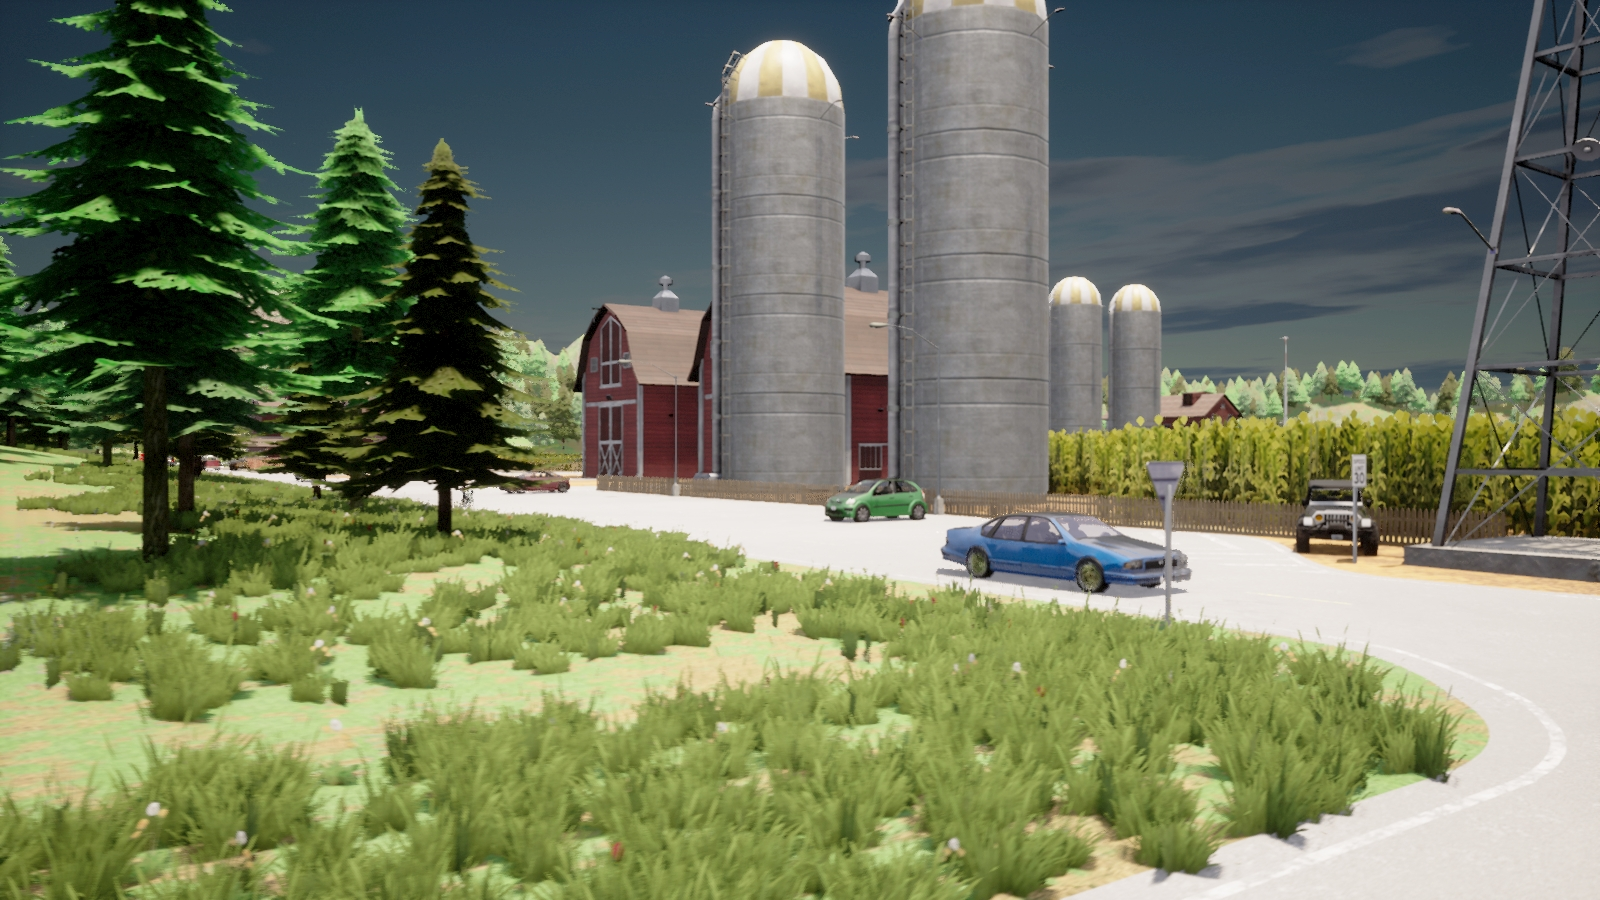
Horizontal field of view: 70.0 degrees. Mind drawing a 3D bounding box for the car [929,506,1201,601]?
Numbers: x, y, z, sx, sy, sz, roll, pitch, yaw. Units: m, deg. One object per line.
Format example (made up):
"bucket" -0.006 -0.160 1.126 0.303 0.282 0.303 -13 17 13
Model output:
"car" 5.142 1.964 22.965 2.033 1.411 5.357 0 0 -34
